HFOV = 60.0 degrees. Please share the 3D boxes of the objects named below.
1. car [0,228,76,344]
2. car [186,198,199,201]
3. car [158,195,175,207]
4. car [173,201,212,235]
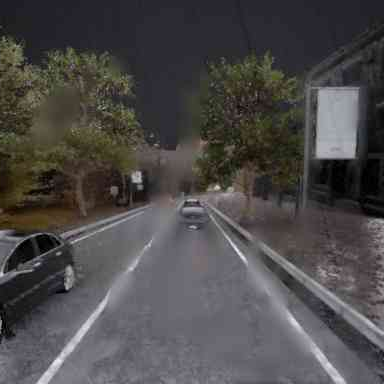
[{"bbox_3d":[-3.609,1.496,5.944,1.837,1.490,4.892,0,0,0],"label":"car"},{"bbox_3d":[0.026,1.407,37.140,1.882,1.535,5.008,0,0,0],"label":"car"},{"bbox_3d":[-3.673,1.262,48.528,2.097,1.767,4.553,0,0,0],"label":"car"},{"bbox_3d":[0.064,1.469,18.618,1.837,1.490,4.892,0,0,0],"label":"car"}]
